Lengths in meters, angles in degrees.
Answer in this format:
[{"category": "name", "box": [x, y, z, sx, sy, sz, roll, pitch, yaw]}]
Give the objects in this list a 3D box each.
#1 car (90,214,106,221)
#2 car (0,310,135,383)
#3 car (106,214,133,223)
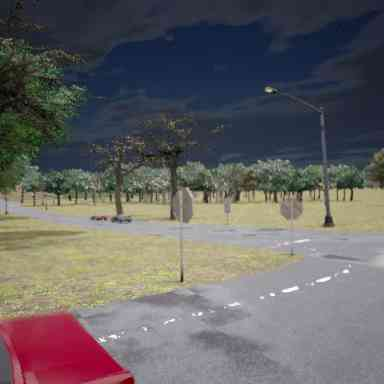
[{"category": "car", "box": [-17.064, 4.605, 60.741, 1.895, 1.301, 4.718, -1, -1, -34]}, {"category": "car", "box": [-2.826, 1.596, 1.904, 4.718, 1.301, 1.895, 0, 0, -36]}, {"category": "car", "box": [-11.132, 4.113, 52.097, 2.033, 1.411, 5.357, -1, -2, -34]}]
